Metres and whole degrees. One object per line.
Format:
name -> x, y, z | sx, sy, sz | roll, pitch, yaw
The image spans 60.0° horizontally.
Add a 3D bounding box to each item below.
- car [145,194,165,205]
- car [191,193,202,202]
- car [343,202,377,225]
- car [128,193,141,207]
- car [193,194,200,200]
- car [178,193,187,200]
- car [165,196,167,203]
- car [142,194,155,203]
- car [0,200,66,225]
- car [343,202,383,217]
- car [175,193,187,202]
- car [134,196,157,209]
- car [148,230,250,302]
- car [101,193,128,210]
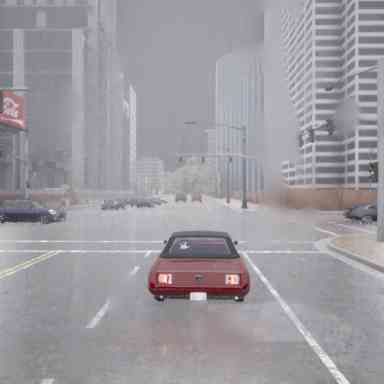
car -> -6.313, 1.564, 56.790 | 1.994, 1.385, 4.181 | 0, 0, 0
car -> 1.012, 1.216, 73.311 | 2.150, 2.045, 5.566 | 0, 0, 1
car -> 13.162, 1.493, 23.197 | 4.902, 1.511, 2.128 | 0, 0, 0
car -> -9.868, 1.221, 51.991 | 2.150, 2.045, 5.566 | 0, 0, 1
car -> 1.162, 1.353, 83.981 | 1.812, 1.442, 4.674 | 0, 0, 1
car -> -2.338, 1.184, 84.000 | 2.097, 1.767, 4.553 | 0, 0, 1
car -> -6.094, 1.477, 67.238 | 1.882, 1.535, 5.008 | 0, 0, 1
car -> -9.501, 1.355, 72.470 | 2.097, 1.767, 4.553 | 0, 0, 1
car -> -11.340, 1.352, 23.409 | 4.553, 1.767, 2.097 | 0, 0, 0
car -> 16.532, 1.601, 30.367 | 4.718, 1.301, 1.895 | 0, 0, 1
car -> -2.487, 1.216, 73.360 | 2.150, 2.045, 5.566 | 0, 0, 1
car -> -6.460, 1.601, 46.788 | 1.895, 1.301, 4.718 | 0, 0, 1
car -> 0.211, 1.601, 8.239 | 1.895, 1.301, 4.718 | 0, 0, 2
car -> -10.022, 1.352, 42.408 | 2.097, 1.767, 4.553 | 0, 0, 1
